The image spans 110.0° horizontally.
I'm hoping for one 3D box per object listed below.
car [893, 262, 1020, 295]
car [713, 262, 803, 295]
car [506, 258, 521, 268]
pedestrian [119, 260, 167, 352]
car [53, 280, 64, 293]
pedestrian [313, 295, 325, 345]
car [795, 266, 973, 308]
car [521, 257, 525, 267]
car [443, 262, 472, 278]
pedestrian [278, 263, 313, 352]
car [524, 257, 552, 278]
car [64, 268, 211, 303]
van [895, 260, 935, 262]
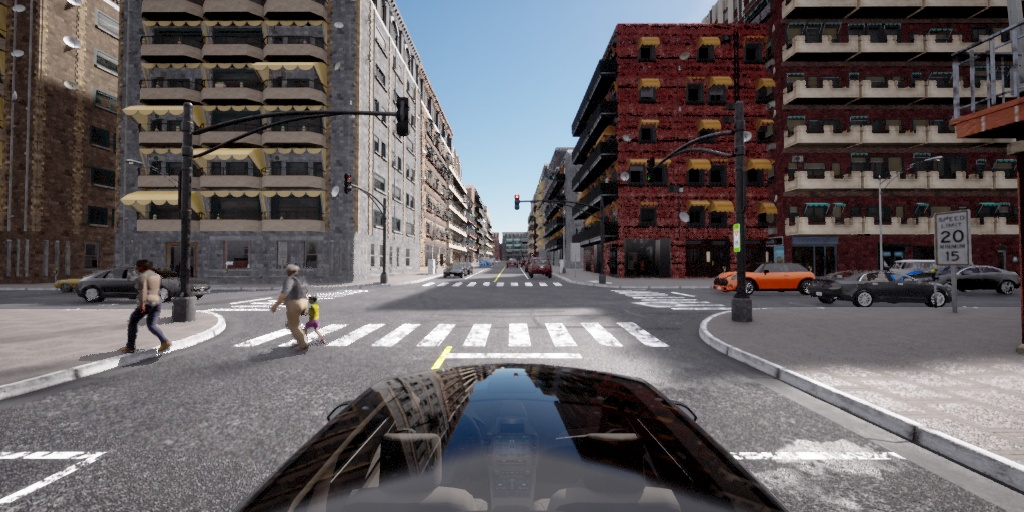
[{"bbox_3d":[23.476,1.217,18.893,4.902,1.511,2.128,0,-1,0],"label":"car"},{"bbox_3d":[13.223,1.103,18.964,4.553,1.767,2.097,0,-1,1],"label":"car"},{"bbox_3d":[0.070,1.174,63.365,2.097,1.767,4.553,0,0,0],"label":"car"},{"bbox_3d":[-7.018,0.902,6.846,0.375,1.860,0.375,1,-1,0],"label":"pedestrian"},{"bbox_3d":[-24.421,1.436,21.515,4.829,1.417,1.751,0,0,0],"label":"car"},{"bbox_3d":[-4.418,1.423,8.041,0.500,1.100,0.500,1,-1,0],"label":"pedestrian"},{"bbox_3d":[13.758,1.185,13.501,4.403,1.370,2.007,0,0,0],"label":"car"},{"bbox_3d":[2.615,1.086,44.930,2.192,1.841,5.009,0,0,0],"label":"car"},{"bbox_3d":[-5.278,1.328,33.770,1.948,1.339,4.313,0,0,0],"label":"car"},{"bbox_3d":[-4.503,1.045,7.439,0.375,1.860,0.375,1,-1,0],"label":"pedestrian"},{"bbox_3d":[2.603,1.077,33.806,2.192,1.841,5.009,0,0,0],"label":"car"},{"bbox_3d":[-16.402,1.280,16.113,4.892,1.490,1.837,-1,-1,-1],"label":"car"},{"bbox_3d":[24.925,1.115,21.340,3.998,1.789,1.690,0,0,0],"label":"van"}]
